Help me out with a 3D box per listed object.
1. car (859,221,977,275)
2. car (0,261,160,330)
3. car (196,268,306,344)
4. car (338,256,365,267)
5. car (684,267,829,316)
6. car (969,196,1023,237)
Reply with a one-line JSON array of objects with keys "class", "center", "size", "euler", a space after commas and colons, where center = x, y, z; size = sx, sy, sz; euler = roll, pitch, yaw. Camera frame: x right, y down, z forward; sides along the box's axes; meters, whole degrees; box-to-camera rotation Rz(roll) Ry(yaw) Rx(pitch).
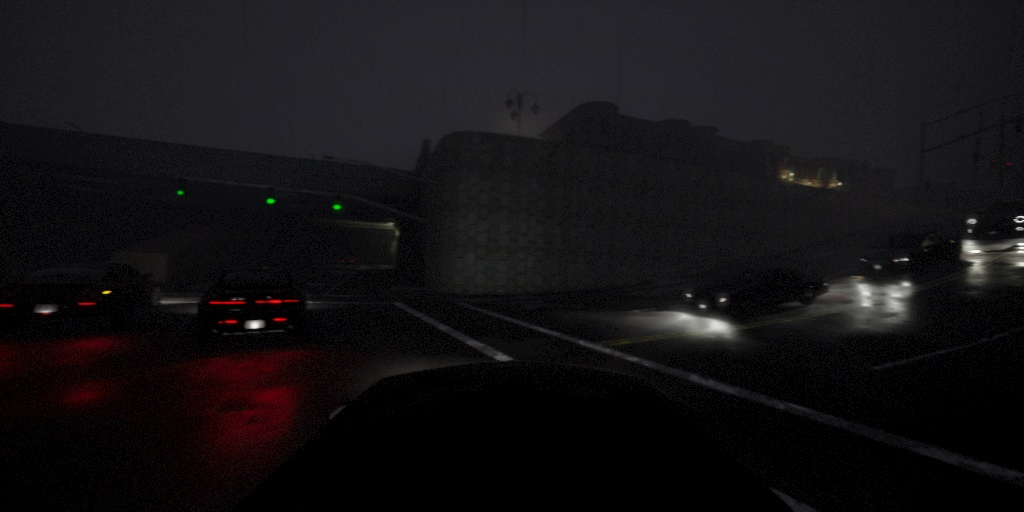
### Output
[{"class": "car", "center": [17.987, -0.233, 16.217], "size": [4.902, 1.511, 2.128], "euler": [-11, 4, -19]}, {"class": "car", "center": [-10.554, 0.840, 9.017], "size": [1.812, 1.442, 4.674], "euler": [3, -1, -35]}, {"class": "car", "center": [-6.280, 1.016, 8.791], "size": [1.837, 1.490, 4.892], "euler": [3, -1, -36]}, {"class": "car", "center": [-23.175, 0.828, 51.590], "size": [2.033, 1.411, 5.357], "euler": [3, -1, -13]}, {"class": "car", "center": [8.948, 1.129, 13.063], "size": [5.357, 1.411, 2.033], "euler": [-5, 2, -19]}, {"class": "car", "center": [26.930, -2.185, 19.302], "size": [4.553, 1.767, 2.097], "euler": [-11, 4, -19]}]
